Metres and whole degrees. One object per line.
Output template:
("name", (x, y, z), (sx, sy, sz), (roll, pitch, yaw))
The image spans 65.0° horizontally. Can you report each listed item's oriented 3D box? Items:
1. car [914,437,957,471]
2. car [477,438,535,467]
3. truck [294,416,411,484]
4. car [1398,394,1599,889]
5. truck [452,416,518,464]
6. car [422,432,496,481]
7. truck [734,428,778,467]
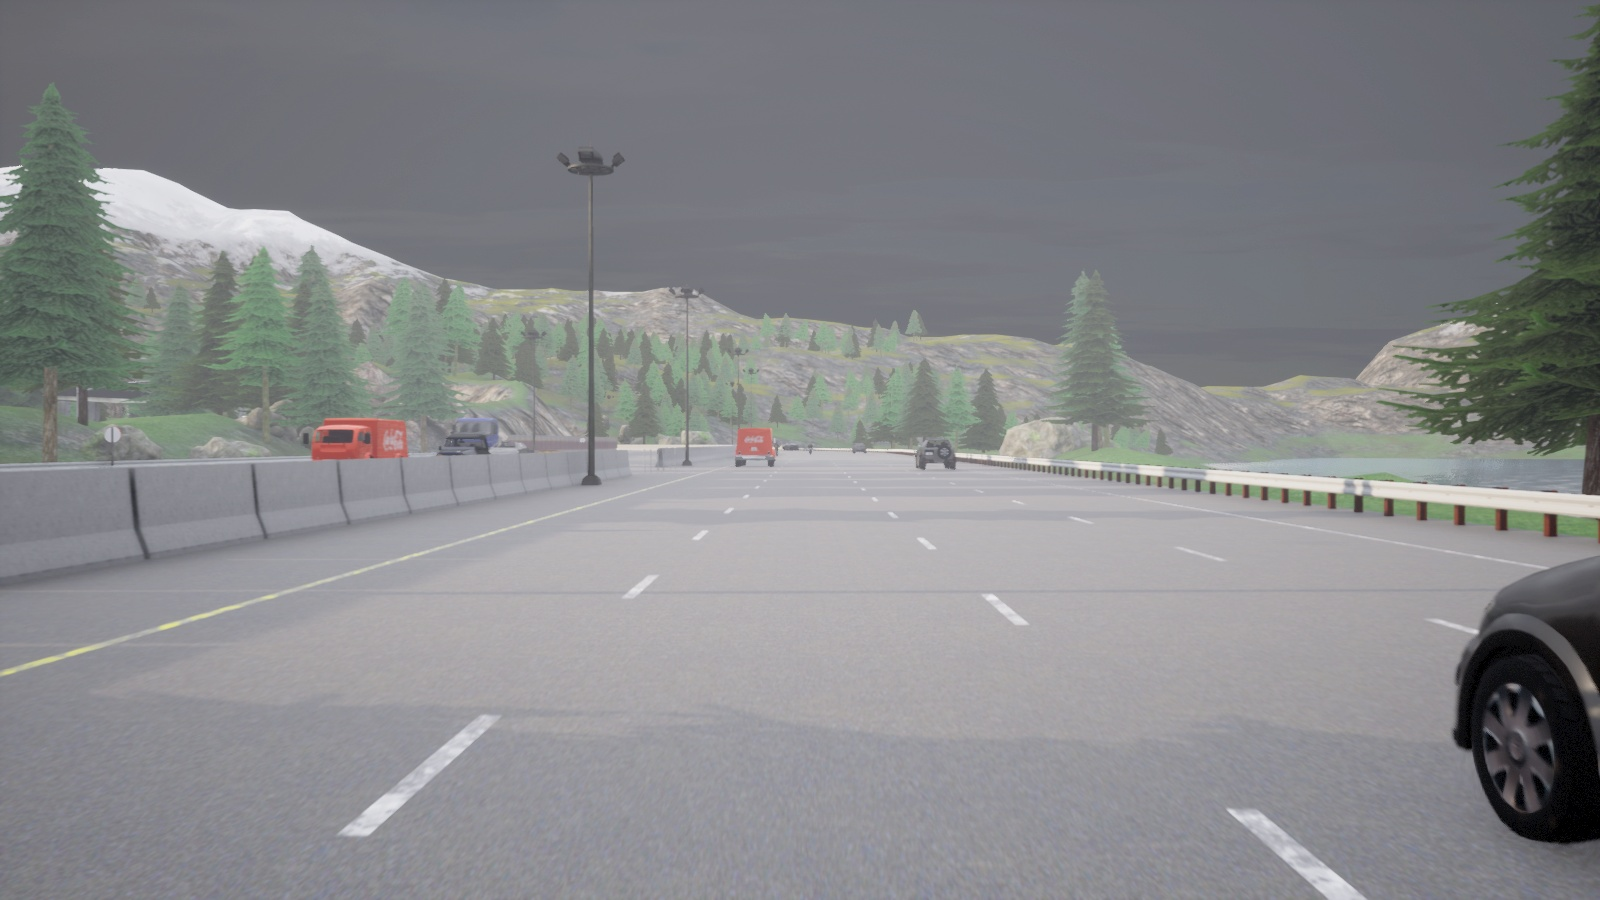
("car", (7.554, 0.187, 70.413), (1.932, 1.855, 4.605), (0, 0, 1))
("car", (-16.928, 0.117, 72.512), (2.152, 1.651, 5.027), (0, 0, 0))
("truck", (-17.138, -0.014, 48.481), (2.627, 2.467, 5.204), (0, 0, 0))
("car", (3.536, 0.629, 3.504), (1.851, 1.617, 3.988), (0, 0, 0))
("truck", (-23.718, -0.770, 94.924), (2.891, 3.462, 7.936), (0, 0, 1))
("car", (-13.621, 0.258, 50.366), (1.905, 1.878, 3.866), (0, 0, 1))
("truck", (-2.846, -0.187, 81.867), (2.627, 2.467, 5.204), (0, 0, 1))
